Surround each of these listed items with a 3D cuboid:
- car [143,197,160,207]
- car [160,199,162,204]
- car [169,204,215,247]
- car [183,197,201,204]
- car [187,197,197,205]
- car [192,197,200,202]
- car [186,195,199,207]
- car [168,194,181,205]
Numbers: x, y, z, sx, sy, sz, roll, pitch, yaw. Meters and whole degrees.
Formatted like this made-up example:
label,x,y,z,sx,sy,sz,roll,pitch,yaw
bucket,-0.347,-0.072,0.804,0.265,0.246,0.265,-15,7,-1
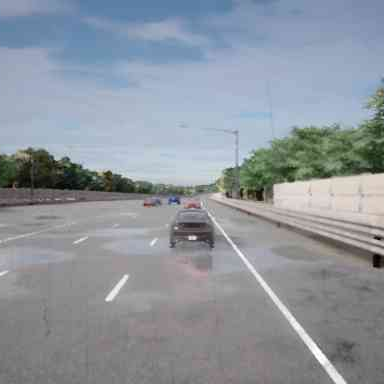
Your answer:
label,x,y,z,sx,sy,sz,roll,pitch,yaw
car,-6.962,1.721,55.205,1.994,1.385,4.181,0,0,0
car,-6.916,1.677,63.960,1.882,1.535,5.008,0,0,1
car,0.012,1.522,15.175,1.837,1.490,4.892,0,0,0
car,0.033,1.593,36.961,1.812,1.442,4.674,0,0,0
car,0.084,1.684,63.882,1.812,1.442,4.674,0,0,1
car,1.121,2.005,95.457,2.033,1.411,5.357,0,-1,2
car,0.028,1.483,55.174,2.097,1.767,4.553,0,0,0
car,-3.417,1.416,63.951,2.150,2.045,5.566,0,0,1
